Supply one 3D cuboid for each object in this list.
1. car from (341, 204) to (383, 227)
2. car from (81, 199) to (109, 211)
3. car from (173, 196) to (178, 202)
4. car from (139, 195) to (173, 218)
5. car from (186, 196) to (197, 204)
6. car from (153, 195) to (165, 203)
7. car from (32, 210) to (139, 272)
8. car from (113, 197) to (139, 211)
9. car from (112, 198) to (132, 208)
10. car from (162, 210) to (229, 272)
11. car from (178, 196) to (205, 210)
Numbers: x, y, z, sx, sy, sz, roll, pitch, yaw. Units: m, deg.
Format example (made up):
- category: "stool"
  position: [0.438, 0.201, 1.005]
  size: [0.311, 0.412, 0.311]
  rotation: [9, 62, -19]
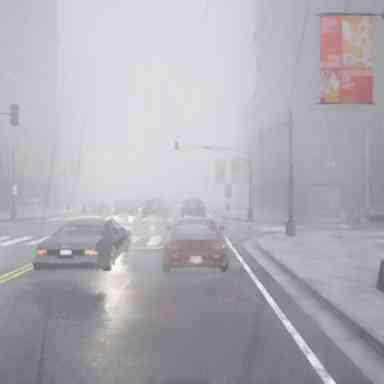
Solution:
- category: "car"
  position: [12.936, 1.570, 22.979]
  size: [4.902, 1.511, 2.128]
  rotation: [0, -1, 1]
- category: "car"
  position: [-9.853, 1.465, 34.206]
  size: [2.128, 1.511, 4.902]
  rotation: [0, 0, 0]
- category: "car"
  position: [-3.267, 1.503, 65.409]
  size: [1.994, 1.385, 4.181]
  rotation: [0, 0, 0]
- category: "car"
  position: [-3.156, 1.330, 30.203]
  size: [2.097, 1.767, 4.553]
  rotation: [0, 0, 0]
- category: "car"
  position: [-0.017, 1.487, 64.993]
  size: [2.033, 1.411, 5.357]
  rotation: [0, 0, 0]
- category: "car"
  position: [-6.517, 1.414, 66.884]
  size: [1.882, 1.535, 5.008]
  rotation: [0, 0, 0]
- category: "car"
  position: [-3.198, 1.543, 10.731]
  size: [2.033, 1.411, 5.357]
  rotation: [0, 0, -2]
- category: "car"
  position: [-6.603, 1.503, 33.827]
  size: [1.812, 1.442, 4.674]
  rotation: [0, 0, 0]
- category: "car"
  position: [-9.844, 1.524, 47.327]
  size: [1.994, 1.385, 4.181]
  rotation: [0, 0, 0]
- category: "car"
  position: [0.097, 1.521, 10.598]
  size: [1.812, 1.442, 4.674]
  rotation: [0, 0, 0]
- category: "car"
  position: [0.092, 1.330, 30.266]
  size: [2.097, 1.767, 4.553]
  rotation: [0, 0, 0]
